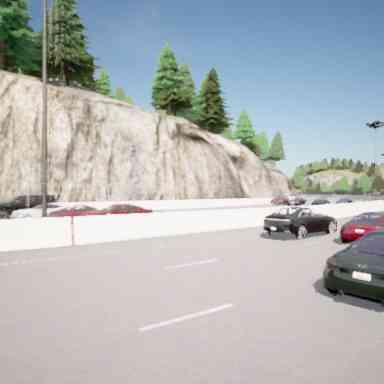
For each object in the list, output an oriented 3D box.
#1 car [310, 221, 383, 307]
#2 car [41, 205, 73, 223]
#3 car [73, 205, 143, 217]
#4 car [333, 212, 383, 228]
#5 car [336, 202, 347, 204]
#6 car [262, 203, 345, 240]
[{"bbox_3d":[4.820,1.579,7.595,4.181,1.385,1.994,0,0,-38],"label":"car"},{"bbox_3d":[-8.400,1.613,24.132,4.181,1.385,1.994,0,0,-38],"label":"car"},{"bbox_3d":[-4.981,1.523,22.373,5.008,1.535,1.882,0,0,-39],"label":"car"},{"bbox_3d":[8.511,1.594,15.145,4.181,1.385,1.994,0,0,-40],"label":"car"},{"bbox_3d":[23.768,1.627,51.556,1.812,1.442,4.674,0,0,38],"label":"car"},{"bbox_3d":[5.724,1.526,17.361,4.902,1.511,2.128,0,0,-40],"label":"car"}]
